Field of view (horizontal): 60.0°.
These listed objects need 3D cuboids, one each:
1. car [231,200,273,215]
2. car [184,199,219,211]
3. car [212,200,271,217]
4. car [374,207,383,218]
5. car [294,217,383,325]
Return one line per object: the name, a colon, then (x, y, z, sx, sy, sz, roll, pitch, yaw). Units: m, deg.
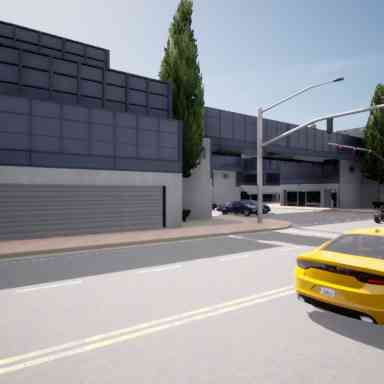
car: (6.374, 1.564, 35.615, 1.994, 1.385, 4.181, 0, 0, -37)
car: (1.140, 1.601, 42.599, 1.895, 1.301, 4.718, 0, 0, -37)
car: (4.650, 1.547, 32.080, 2.033, 1.411, 5.357, 0, 0, -37)
car: (14.701, 1.564, 23.673, 4.181, 1.385, 1.994, 0, 0, -38)
car: (4.221, 1.478, 6.856, 5.008, 1.535, 1.882, 0, 0, -36)
